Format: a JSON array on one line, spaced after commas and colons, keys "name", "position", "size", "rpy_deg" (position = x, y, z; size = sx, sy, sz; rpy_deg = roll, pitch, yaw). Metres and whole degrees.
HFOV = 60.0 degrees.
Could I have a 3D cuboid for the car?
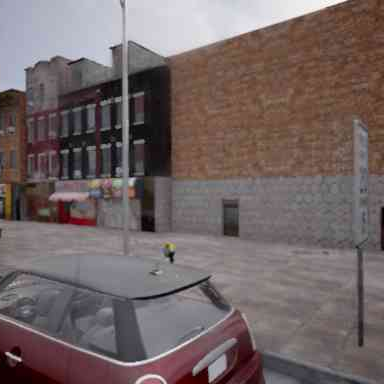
[{"name": "car", "position": [-1.384, 1.436, 3.790], "size": [4.097, 1.590, 1.967], "rpy_deg": [0, 0, 35]}]
